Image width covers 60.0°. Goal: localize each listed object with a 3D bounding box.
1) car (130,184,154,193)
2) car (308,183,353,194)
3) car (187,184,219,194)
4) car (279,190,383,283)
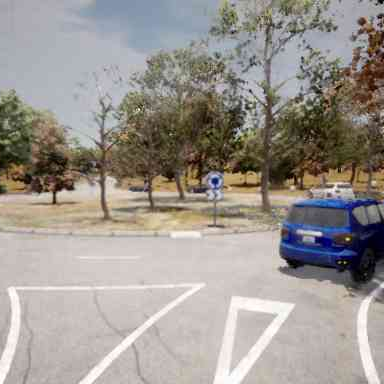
[{"bbox_3d":[-8.326,-0.626,55.237,4.181,1.385,1.994,2,3,35],"label":"car"},{"bbox_3d":[14.308,0.041,34.594,2.150,2.045,5.566,0,2,-12],"label":"car"},{"bbox_3d":[1.647,-0.461,51.185,4.892,1.490,1.837,1,3,19],"label":"car"},{"bbox_3d":[4.863,1.184,10.281,5.566,2.045,2.150,-3,3,-44],"label":"car"}]
